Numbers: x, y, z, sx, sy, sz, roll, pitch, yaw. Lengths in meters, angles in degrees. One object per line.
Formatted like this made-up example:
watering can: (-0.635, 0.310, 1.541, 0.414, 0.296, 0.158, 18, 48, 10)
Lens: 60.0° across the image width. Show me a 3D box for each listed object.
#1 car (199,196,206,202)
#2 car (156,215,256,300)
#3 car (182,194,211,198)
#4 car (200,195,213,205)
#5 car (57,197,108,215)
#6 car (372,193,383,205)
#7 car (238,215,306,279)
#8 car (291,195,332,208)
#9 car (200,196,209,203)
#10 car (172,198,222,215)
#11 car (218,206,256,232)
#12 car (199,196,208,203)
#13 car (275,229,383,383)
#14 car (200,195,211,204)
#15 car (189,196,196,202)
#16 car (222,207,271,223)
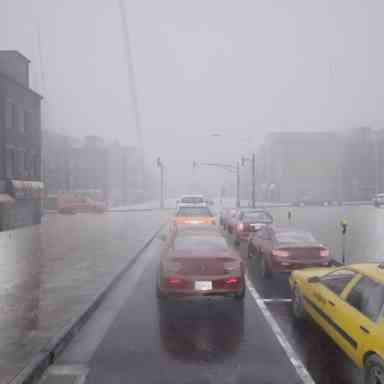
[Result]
car: (2.758, 1.824, 90.633, 1.752, 1.417, 4.829, -1, 0, 0)
car: (0.131, 1.527, 8.315, 1.812, 1.442, 4.674, 0, 0, -2)
car: (0.070, 1.242, 25.746, 2.150, 2.045, 5.566, 0, 0, 1)
car: (2.718, 1.467, 63.452, 2.192, 1.841, 5.009, -1, 0, 0)
car: (-12.531, 1.615, 38.245, 5.566, 2.045, 2.150, -2, 0, 1)
car: (25.470, 0.548, 41.207, 5.566, 2.045, 2.150, -1, 0, 0)
car: (2.647, 1.584, 9.773, 1.802, 1.307, 4.206, 0, 0, 0)
car: (14.792, 1.107, 41.200, 4.892, 1.490, 1.837, -2, 0, 0)
car: (2.734, 1.646, 74.256, 1.967, 1.590, 4.097, -1, 0, 0)
car: (0.108, 1.358, 15.651, 2.097, 1.767, 4.553, 0, 0, 0)
car: (2.662, 1.594, 20.706, 1.802, 1.307, 4.206, 0, 0, 0)
car: (2.741, 1.675, 79.659, 1.967, 1.590, 4.097, -1, 0, 0)
car: (2.639, 1.525, 4.476, 1.752, 1.417, 4.829, 0, 0, 0)
car: (2.725, 1.493, 68.855, 2.192, 1.841, 5.009, -1, 0, 0)
car: (0.118, 1.745, 83.109, 1.837, 1.490, 4.892, 0, 0, 0)
car: (2.654, 1.446, 15.240, 1.967, 1.590, 4.097, 0, 0, 0)
